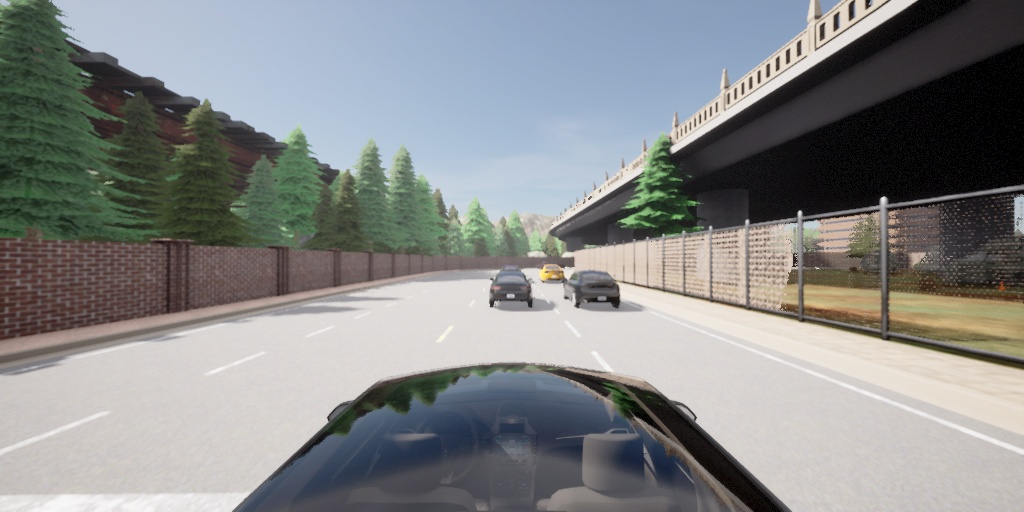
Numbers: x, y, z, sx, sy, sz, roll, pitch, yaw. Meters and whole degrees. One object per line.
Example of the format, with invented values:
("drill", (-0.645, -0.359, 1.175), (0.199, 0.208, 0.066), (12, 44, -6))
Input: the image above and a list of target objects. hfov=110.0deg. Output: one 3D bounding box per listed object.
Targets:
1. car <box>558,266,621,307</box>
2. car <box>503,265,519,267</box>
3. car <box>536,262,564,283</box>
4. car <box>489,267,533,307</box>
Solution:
("car", (3.459, 1.392, 16.175), (1.837, 1.490, 4.892), (0, 0, 0))
("car", (-0.095, 1.518, 31.157), (2.128, 1.511, 4.902), (0, 0, 0))
("car", (3.406, 1.504, 31.345), (1.882, 1.535, 5.008), (0, 0, 0))
("car", (-0.040, 1.411, 16.244), (1.812, 1.442, 4.674), (0, 0, 0))
